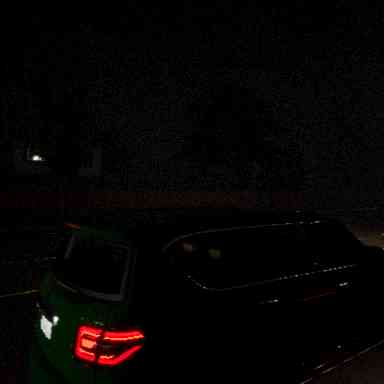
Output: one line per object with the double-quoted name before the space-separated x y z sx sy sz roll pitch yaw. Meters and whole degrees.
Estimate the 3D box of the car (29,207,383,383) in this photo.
"car" 0.935 1.224 4.408 5.566 2.045 2.150 0 0 -36
